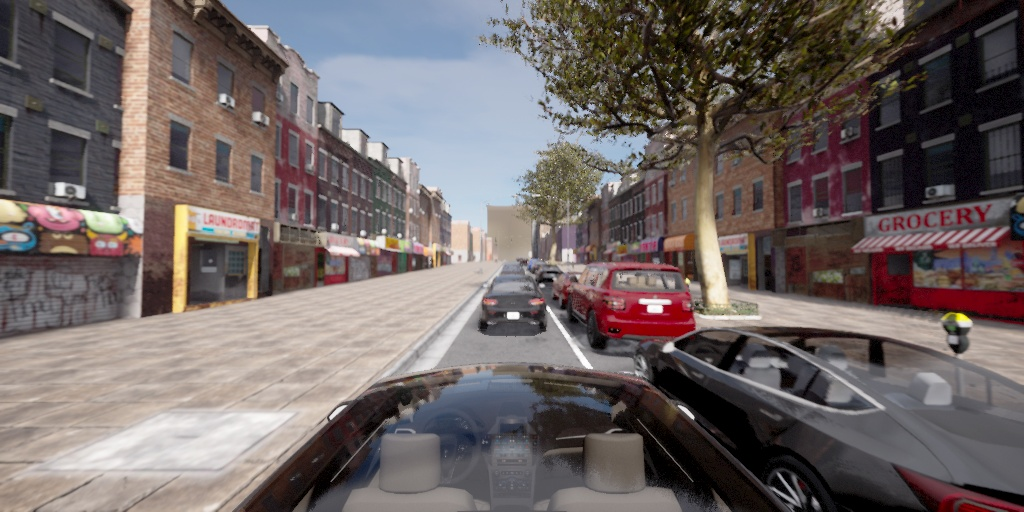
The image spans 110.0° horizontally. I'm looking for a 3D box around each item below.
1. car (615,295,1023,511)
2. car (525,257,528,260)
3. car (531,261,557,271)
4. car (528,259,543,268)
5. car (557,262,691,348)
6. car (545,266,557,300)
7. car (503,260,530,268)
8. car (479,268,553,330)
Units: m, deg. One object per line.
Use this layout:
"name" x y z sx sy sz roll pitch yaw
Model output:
"car" 2.640 1.318 3.513 1.948 1.339 4.313 0 0 0
"car" 3.002 1.118 45.952 1.882 1.535 5.008 0 0 0
"car" 2.634 1.287 25.745 1.948 1.339 4.313 0 0 0
"car" 3.012 1.193 38.948 1.812 1.442 4.674 0 0 0
"car" 2.638 1.068 9.073 2.192 1.841 5.009 0 0 0
"car" 2.637 1.295 14.632 1.888 1.381 4.507 0 0 0
"car" 0.054 1.265 26.843 2.033 1.411 5.357 0 0 0
"car" 0.053 1.279 11.004 1.812 1.442 4.674 0 0 1
